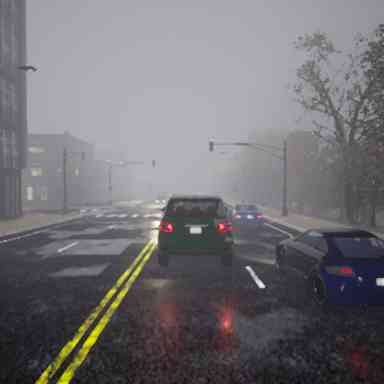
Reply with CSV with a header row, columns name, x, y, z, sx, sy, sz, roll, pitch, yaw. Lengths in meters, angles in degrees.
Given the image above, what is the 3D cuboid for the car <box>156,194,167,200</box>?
name,x,y,z,sx,sy,sz,roll,pitch,yaw
car,-6.593,1.095,71.616,1.895,1.301,4.718,0,0,0

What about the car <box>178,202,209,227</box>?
name,x,y,z,sx,sy,sz,roll,pitch,yaw
car,0.100,1.441,22.530,1.895,1.301,4.718,0,0,0

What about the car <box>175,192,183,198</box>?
name,x,y,z,sx,sy,sz,roll,pitch,yaw
car,-3.394,0.857,87.252,1.882,1.535,5.008,0,0,0

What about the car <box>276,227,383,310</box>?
name,x,y,z,sx,sy,sz,roll,pitch,yaw
car,3.353,1.509,7.760,1.994,1.385,4.181,0,0,0

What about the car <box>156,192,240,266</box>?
name,x,y,z,sx,sy,sz,roll,pitch,yaw
car,0.100,1.132,11.377,2.150,2.045,5.566,0,-1,0

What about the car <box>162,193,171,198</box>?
name,x,y,z,sx,sy,sz,roll,pitch,yaw
car,-6.644,0.919,87.242,2.033,1.411,5.357,0,0,0

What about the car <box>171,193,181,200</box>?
name,x,y,z,sx,sy,sz,roll,pitch,yaw
car,-3.344,0.977,71.657,1.882,1.535,5.008,0,0,0

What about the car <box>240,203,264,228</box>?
name,x,y,z,sx,sy,sz,roll,pitch,yaw
car,3.314,1.398,21.080,2.033,1.411,5.357,0,0,3
